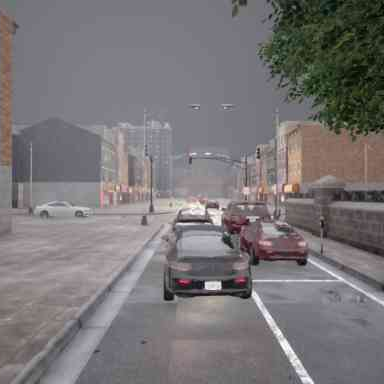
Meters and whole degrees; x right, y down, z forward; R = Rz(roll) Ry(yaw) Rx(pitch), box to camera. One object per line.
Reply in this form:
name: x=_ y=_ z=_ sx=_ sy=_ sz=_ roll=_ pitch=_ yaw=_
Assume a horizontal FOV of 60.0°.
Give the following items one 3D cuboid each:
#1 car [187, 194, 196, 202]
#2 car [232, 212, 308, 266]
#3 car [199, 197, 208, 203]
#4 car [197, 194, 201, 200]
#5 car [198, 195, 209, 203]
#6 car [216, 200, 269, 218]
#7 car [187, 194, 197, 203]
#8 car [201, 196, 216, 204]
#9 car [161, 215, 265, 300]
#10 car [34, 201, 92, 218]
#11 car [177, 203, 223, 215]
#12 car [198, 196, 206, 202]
car: x=-0.122 y=1.422 z=83.712 sx=2.150 sy=2.045 sz=5.566 roll=0 pitch=0 yaw=0
car: x=2.629 y=1.587 z=11.320 sx=1.802 sy=1.307 sz=4.206 roll=1 pitch=0 yaw=0
car: x=2.533 y=1.746 z=75.823 sx=1.802 sy=1.307 sz=4.206 roll=0 pitch=0 yaw=0
car: x=2.552 y=1.438 z=64.949 sx=2.192 sy=1.841 sz=5.009 roll=1 pitch=0 yaw=0
car: x=2.558 y=1.650 z=59.511 sx=1.887 sy=1.381 sz=4.507 roll=1 pitch=0 yaw=0
car: x=2.624 y=1.326 z=16.769 sx=2.192 sy=1.841 sz=5.009 roll=1 pitch=0 yaw=0
car: x=-0.106 y=1.510 z=73.410 sx=2.097 sy=1.767 sz=4.553 roll=0 pitch=0 yaw=0
car: x=2.582 y=1.603 z=43.199 sx=1.887 sy=1.381 sz=4.507 roll=1 pitch=0 yaw=0
car: x=0.221 y=1.529 z=8.306 sx=1.812 sy=1.442 sz=4.674 roll=0 pitch=0 yaw=-4
car: x=-10.912 y=1.519 z=28.346 sx=4.674 sy=1.442 sz=1.812 roll=0 pitch=-1 yaw=-2
car: x=0.055 y=1.501 z=15.655 sx=2.128 sy=1.511 sz=4.902 roll=0 pitch=0 yaw=0
car: x=2.517 y=1.761 z=86.698 sx=2.008 sy=1.369 sz=4.403 roll=0 pitch=0 yaw=0
